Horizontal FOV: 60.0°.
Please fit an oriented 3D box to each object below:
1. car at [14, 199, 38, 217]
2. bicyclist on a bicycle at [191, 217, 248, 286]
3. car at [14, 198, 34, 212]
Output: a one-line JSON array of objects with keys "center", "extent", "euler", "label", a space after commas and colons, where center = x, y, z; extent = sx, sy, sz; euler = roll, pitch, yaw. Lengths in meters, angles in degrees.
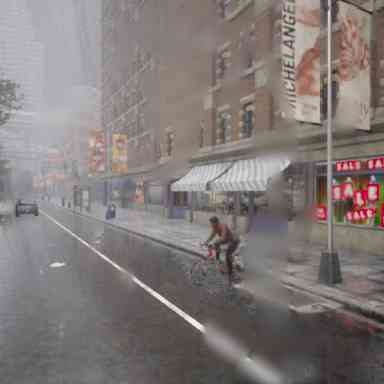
[{"center": [-15.674, 1.489, 31.517], "extent": [2.128, 1.511, 4.902], "euler": [0, 0, -28], "label": "car"}, {"center": [0.691, 1.414, 8.044], "extent": [1.656, 1.620, 0.582], "euler": [-1, 1, -28], "label": "bicyclist on a bicycle"}, {"center": [-20.261, 1.545, 40.114], "extent": [2.033, 1.411, 5.357], "euler": [0, 0, -27], "label": "car"}]
